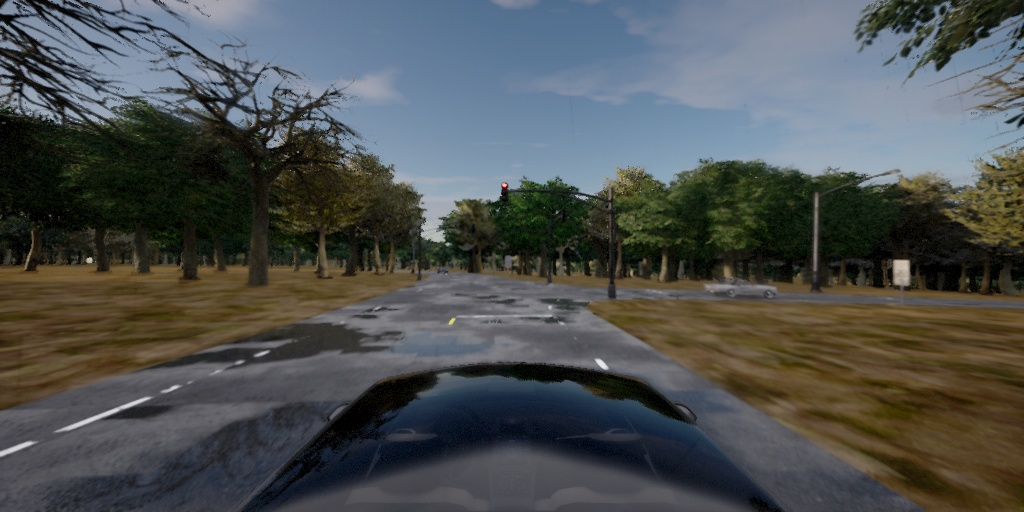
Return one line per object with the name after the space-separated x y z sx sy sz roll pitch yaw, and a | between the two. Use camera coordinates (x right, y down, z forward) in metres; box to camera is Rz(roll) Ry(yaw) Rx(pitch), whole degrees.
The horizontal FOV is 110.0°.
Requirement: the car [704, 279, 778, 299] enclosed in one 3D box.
17.120 2.418 26.867 4.718 1.301 1.895 2 -1 -4 | car
